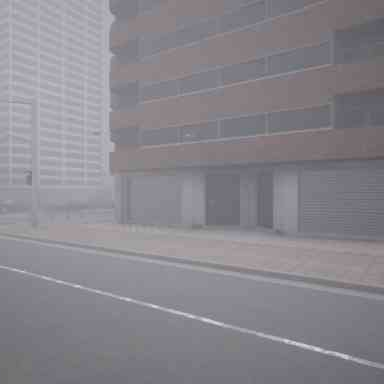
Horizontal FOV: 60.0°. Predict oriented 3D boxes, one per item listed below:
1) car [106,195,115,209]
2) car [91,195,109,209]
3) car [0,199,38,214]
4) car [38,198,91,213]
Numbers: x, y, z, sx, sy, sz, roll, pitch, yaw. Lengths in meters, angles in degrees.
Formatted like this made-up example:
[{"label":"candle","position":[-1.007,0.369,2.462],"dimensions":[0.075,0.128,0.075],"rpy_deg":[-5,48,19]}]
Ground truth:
[{"label":"car","position":[-7.266,1.491,39.568],"dimensions":[2.128,1.511,4.902],"rpy_deg":[0,0,35]},{"label":"car","position":[-12.816,1.505,44.169],"dimensions":[1.837,1.490,4.892],"rpy_deg":[0,0,35]},{"label":"car","position":[-18.771,1.477,35.614],"dimensions":[1.882,1.535,5.008],"rpy_deg":[0,0,35]},{"label":"car","position":[-13.907,1.601,36.478],"dimensions":[1.895,1.301,4.718],"rpy_deg":[0,0,35]}]
